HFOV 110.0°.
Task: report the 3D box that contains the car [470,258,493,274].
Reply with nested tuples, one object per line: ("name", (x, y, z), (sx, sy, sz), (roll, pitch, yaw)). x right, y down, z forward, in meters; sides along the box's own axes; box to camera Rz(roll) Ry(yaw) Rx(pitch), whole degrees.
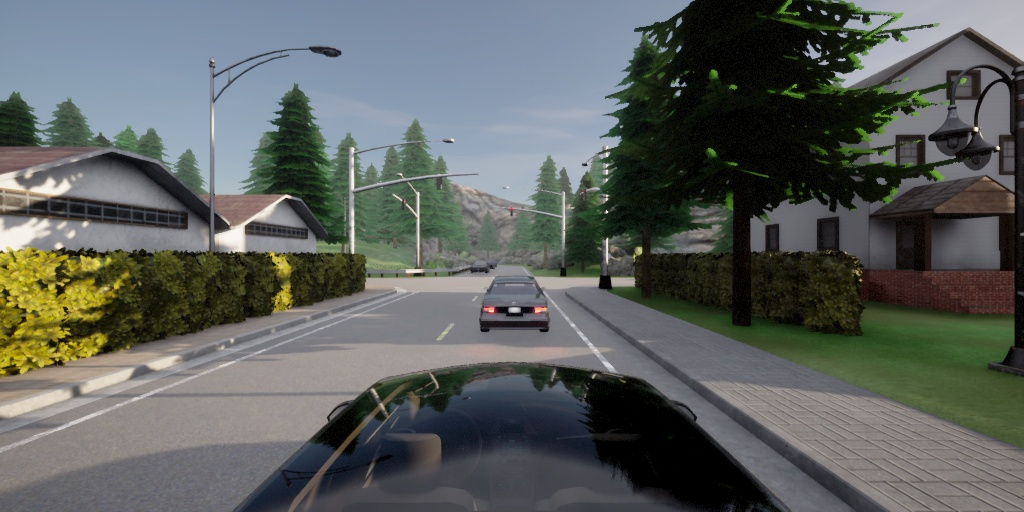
("car", (-3.566, 1.227, 40.280), (1.882, 1.535, 5.008), (0, 0, 0))

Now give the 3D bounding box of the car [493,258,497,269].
("car", (-3.529, 1.351, 52.977), (1.895, 1.301, 4.718), (0, 0, 0))

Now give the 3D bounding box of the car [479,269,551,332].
("car", (0.077, 1.297, 10.807), (2.033, 1.411, 5.357), (0, 0, 0))
